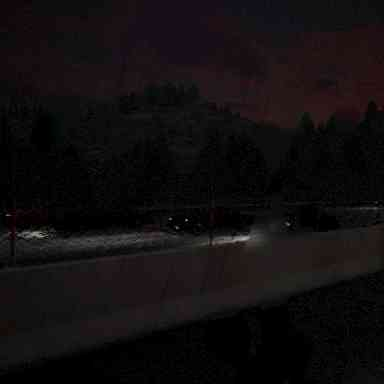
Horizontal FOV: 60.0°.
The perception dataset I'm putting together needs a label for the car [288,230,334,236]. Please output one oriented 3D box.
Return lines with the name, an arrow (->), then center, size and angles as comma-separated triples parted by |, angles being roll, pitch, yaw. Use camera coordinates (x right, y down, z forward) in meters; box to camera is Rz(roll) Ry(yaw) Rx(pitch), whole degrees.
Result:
car -> 5.329, 1.445, 16.310 | 4.181, 1.385, 1.994 | 0, 1, -35
